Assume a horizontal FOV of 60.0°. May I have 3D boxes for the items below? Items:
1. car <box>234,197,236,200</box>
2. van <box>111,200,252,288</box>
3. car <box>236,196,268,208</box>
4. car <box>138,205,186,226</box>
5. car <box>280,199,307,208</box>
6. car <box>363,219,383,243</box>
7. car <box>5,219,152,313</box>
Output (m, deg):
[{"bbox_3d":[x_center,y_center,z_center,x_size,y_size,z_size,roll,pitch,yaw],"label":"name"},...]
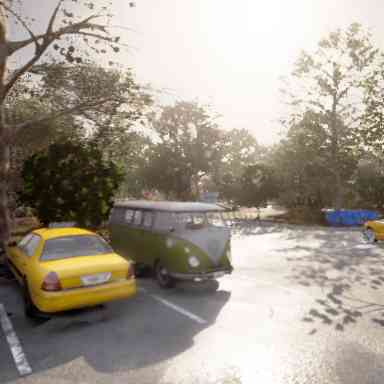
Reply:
[{"bbox_3d":[8.970,1.431,63.551,1.812,1.442,4.674,0,-1,9],"label":"car"},{"bbox_3d":[-0.688,1.261,9.184,1.878,1.987,4.442,0,0,-36],"label":"van"},{"bbox_3d":[9.531,1.490,51.085,2.097,1.767,4.553,-2,2,-35],"label":"car"},{"bbox_3d":[-2.637,1.946,28.266,1.895,1.301,4.718,-2,2,-35],"label":"car"},{"bbox_3d":[15.357,1.687,48.256,2.033,1.411,5.357,-2,2,-35],"label":"car"},{"bbox_3d":[9.157,1.573,13.699,1.882,1.535,5.008,2,-1,-4],"label":"car"},{"bbox_3d":[-3.139,1.477,7.807,1.946,1.575,5.366,0,0,-35],"label":"car"}]
